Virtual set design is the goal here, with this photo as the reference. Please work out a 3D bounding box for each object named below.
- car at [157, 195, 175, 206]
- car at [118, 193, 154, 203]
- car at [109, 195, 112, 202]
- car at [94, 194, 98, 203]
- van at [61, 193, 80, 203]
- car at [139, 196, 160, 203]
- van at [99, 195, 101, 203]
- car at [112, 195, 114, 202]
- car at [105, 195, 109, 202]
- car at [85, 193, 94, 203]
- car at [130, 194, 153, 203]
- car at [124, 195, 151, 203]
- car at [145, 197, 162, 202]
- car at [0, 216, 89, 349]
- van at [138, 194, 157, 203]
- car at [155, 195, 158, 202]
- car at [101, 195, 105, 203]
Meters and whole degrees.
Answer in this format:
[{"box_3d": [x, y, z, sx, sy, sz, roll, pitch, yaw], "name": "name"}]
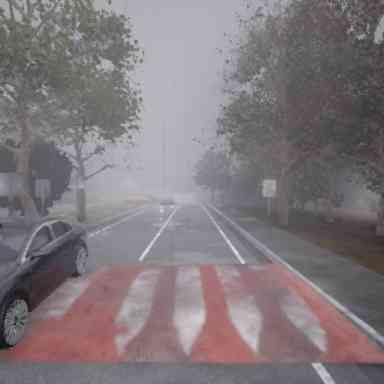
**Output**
[{"box_3d": [-3.530, 1.242, 48.089, 1.812, 1.442, 4.674, 0, 0, 0], "name": "car"}, {"box_3d": [-10.413, 1.328, 62.069, 5.366, 1.575, 1.946, 0, -1, 0], "name": "car"}, {"box_3d": [-23.757, 1.904, 84.393, 5.008, 1.535, 2.097, 0, -2, 0], "name": "car"}, {"box_3d": [-23.525, 1.524, 70.550, 5.366, 1.575, 1.946, 0, -1, 0], "name": "car"}, {"box_3d": [-23.807, 1.169, 64.895, 4.442, 1.987, 1.878, 0, -1, 0], "name": "van"}, {"box_3d": [-10.687, 1.889, 84.255, 5.008, 1.535, 2.097, 0, -2, 0], "name": "car"}, {"box_3d": [-23.848, 1.451, 76.091, 4.442, 1.987, 1.878, 0, -2, 0], "name": "van"}, {"box_3d": [-23.767, 1.981, 87.162, 4.892, 1.521, 2.231, 0, -2, 0], "name": "car"}, {"box_3d": [-23.746, 1.824, 81.498, 5.008, 1.535, 2.097, 0, -2, 0], "name": "car"}, {"box_3d": [-23.728, 1.206, 67.787, 5.566, 2.045, 2.435, 0, -1, 0], "name": "car"}, {"box_3d": [-10.661, 1.387, 70.387, 4.553, 1.767, 2.185, 0, -2, 0], "name": "car"}, {"box_3d": [-10.614, 1.384, 64.837, 4.892, 1.521, 2.231, 0, -1, 0], "name": "car"}, {"box_3d": [-10.716, 2.157, 92.580, 4.674, 1.452, 2.002, 0, -2, 0], "name": "car"}, {"box_3d": [-3.387, 1.287, 6.125, 2.128, 1.511, 4.902, -1, 4, 0], "name": "car"}, {"box_3d": [-10.788, 1.587, 81.486, 4.442, 1.987, 1.878, 0, -2, 0], "name": "van"}, {"box_3d": [-10.612, 1.334, 73.162, 5.566, 2.045, 2.435, 0, -2, 0], "name": "car"}, {"box_3d": [-23.710, 1.627, 78.857, 4.553, 1.767, 2.185, 0, -2, 0], "name": "car"}]
